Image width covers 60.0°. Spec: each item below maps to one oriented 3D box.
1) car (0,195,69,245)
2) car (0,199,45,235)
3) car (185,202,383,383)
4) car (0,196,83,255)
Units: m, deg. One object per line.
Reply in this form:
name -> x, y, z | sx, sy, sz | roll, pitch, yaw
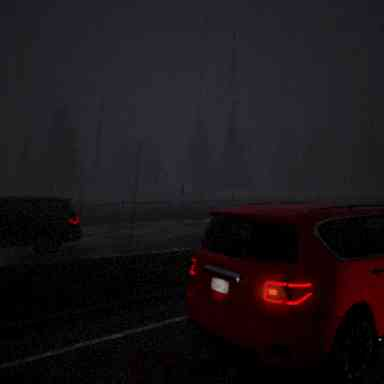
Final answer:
car -> -8.581, 1.212, 15.101 | 5.566, 2.045, 2.150 | 0, 0, -23
car -> -10.505, 1.341, 18.126 | 4.553, 1.767, 2.097 | 0, 0, -22
car -> 2.513, 1.192, 5.493 | 5.566, 2.045, 2.150 | 0, 0, -35
car -> -6.888, 1.214, 12.028 | 5.566, 2.045, 2.150 | 0, 0, -23
